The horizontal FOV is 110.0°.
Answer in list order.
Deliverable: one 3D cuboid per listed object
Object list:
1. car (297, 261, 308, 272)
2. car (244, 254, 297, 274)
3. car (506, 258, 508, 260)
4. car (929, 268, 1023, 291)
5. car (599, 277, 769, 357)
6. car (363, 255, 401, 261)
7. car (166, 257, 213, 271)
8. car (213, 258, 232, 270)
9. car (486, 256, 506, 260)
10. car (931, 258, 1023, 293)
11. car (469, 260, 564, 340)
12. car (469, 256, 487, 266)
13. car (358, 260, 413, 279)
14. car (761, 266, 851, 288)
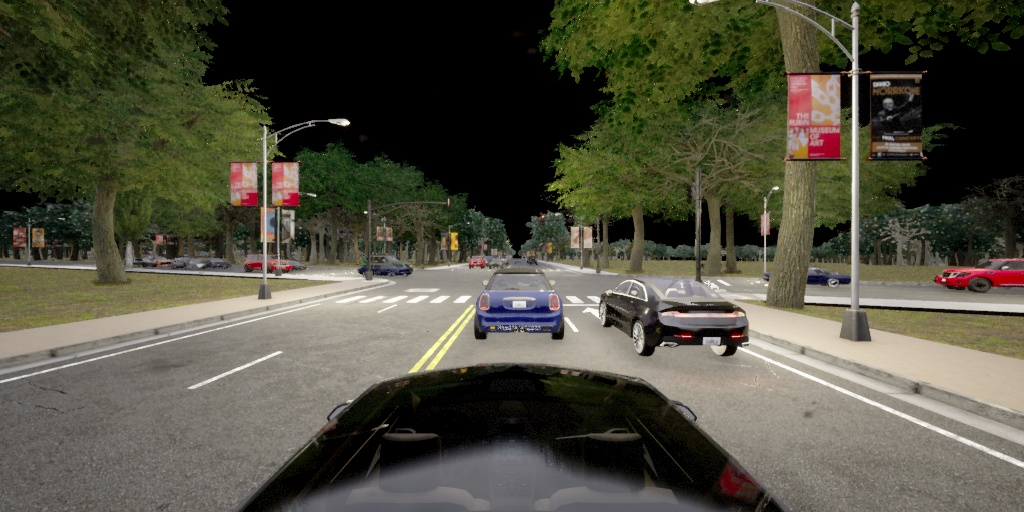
[{"bbox_3d":[-26.241,1.120,42.101,4.892,1.490,1.837,0,0,24],"label":"car"},{"bbox_3d":[-26.287,0.847,38.556,5.566,2.045,2.150,0,0,24],"label":"car"},{"bbox_3d":[-2.205,1.359,64.886,1.895,1.301,4.718,0,0,1],"label":"car"},{"bbox_3d":[31.483,1.537,23.686,4.718,1.301,1.895,0,0,24],"label":"car"},{"bbox_3d":[3.429,1.241,8.562,2.128,1.511,4.902,0,0,0],"label":"car"},{"bbox_3d":[-12.645,0.912,36.032,5.566,2.045,2.150,0,0,24],"label":"car"},{"bbox_3d":[-40.414,1.040,44.876,4.902,1.511,2.128,0,0,24],"label":"car"},{"bbox_3d":[-40.305,1.089,48.400,5.357,1.411,2.033,0,0,24],"label":"car"},{"bbox_3d":[-2.397,1.108,55.895,2.097,1.767,4.553,0,0,1],"label":"car"},{"bbox_3d":[29.308,1.153,21.090,5.566,2.045,2.150,0,0,25],"label":"car"},{"bbox_3d":[0.192,1.102,10.150,2.097,1.767,4.553,0,0,1],"label":"car"},{"bbox_3d":[-5.626,0.978,57.962,2.150,2.045,5.566,0,0,1],"label":"car"},{"bbox_3d":[-11.285,1.306,31.861,4.718,1.301,1.895,0,0,24],"label":"car"},{"bbox_3d":[20.395,1.478,25.071,4.718,1.301,1.895,0,0,24],"label":"car"}]
